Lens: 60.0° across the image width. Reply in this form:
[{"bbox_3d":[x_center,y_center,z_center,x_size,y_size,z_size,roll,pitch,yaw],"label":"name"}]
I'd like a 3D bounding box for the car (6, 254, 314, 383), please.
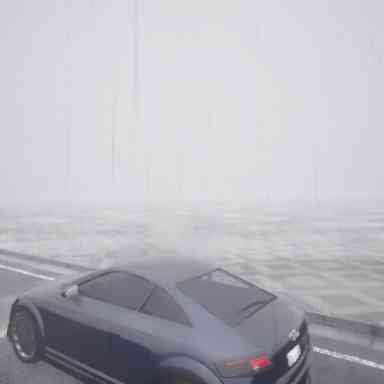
[{"bbox_3d":[-0.624,1.568,4.436,4.181,1.385,1.994,0,0,35],"label":"car"}]
